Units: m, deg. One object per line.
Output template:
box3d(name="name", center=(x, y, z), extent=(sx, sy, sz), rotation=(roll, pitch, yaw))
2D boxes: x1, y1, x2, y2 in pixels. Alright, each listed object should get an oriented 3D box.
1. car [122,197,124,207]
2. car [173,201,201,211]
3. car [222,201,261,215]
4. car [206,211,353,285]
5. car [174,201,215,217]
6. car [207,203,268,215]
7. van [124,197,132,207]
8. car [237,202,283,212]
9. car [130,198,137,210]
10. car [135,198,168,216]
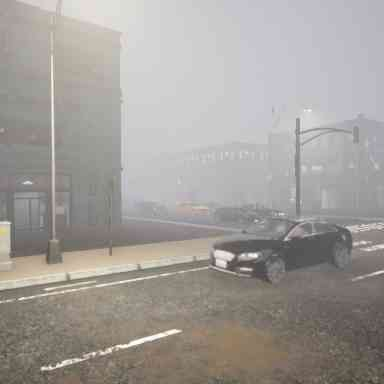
box3d(name="car", center=(-13.619, 1.939, 65.381), extent=(2.192, 1.841, 5.009), rotation=(-1, 0, -35))
box3d(name="car", center=(-0.788, 1.965, 47.333), extent=(1.802, 1.307, 4.206), rotation=(-2, 0, -35))
box3d(name="car", center=(5.623, 1.809, 38.309), extent=(2.008, 1.369, 4.403), rotation=(-2, 0, -35))
box3d(name="car", center=(2.713, 1.490, 9.608), extent=(4.902, 1.511, 2.128), rotation=(0, 0, -35))
box3d(name="car", center=(-0.095, 1.814, 36.381), extent=(1.882, 1.535, 5.008), rotation=(-1, 0, -36))
box3d(name="car", center=(3.526, 1.814, 26.583), extent=(1.947, 1.339, 4.313), rotation=(-1, 0, -35))
box3d(name="van", center=(-10.412, 1.906, 60.869), extent=(1.690, 1.788, 3.998), rotation=(-1, 0, -35))
box3d(name="car", center=(5.702, 1.713, 28.216), extent=(2.128, 1.511, 4.902), rotation=(-1, 0, -35))
box3d(name="car", center=(-6.088, 1.930, 44.831), extent=(1.882, 1.535, 5.008), rotation=(-1, 0, -35))
box3d(name="car", center=(-4.416, 1.846, 37.965), extent=(1.967, 1.590, 4.097), rotation=(-1, 0, -35))
